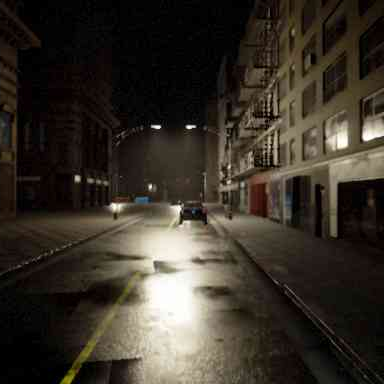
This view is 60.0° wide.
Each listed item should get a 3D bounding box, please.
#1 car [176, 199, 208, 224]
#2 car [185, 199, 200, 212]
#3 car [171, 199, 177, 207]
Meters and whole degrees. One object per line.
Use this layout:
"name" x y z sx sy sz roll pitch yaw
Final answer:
"car" 0.103 1.498 26.177 2.097 1.767 4.553 0 0 0
"car" 0.100 1.788 44.497 1.882 1.535 5.008 0 -1 0
"car" -3.013 2.096 64.871 2.033 1.411 5.357 0 -1 0
